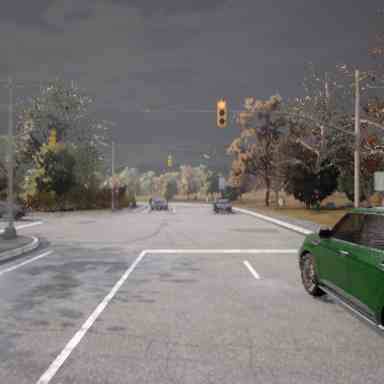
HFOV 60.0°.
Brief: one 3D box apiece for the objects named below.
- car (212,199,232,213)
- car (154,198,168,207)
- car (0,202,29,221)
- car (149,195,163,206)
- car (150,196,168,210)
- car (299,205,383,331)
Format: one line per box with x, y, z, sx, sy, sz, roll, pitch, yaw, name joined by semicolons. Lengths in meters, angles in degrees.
3.310;1.495;37.269;2.128;1.511;4.902;0;0;-2;car
-5.312;1.794;56.297;2.033;1.411;5.357;0;-1;-7;car
-15.768;1.564;26.675;4.892;1.490;1.837;-1;0;-2;car
-7.538;1.751;69.073;2.150;2.045;5.566;0;-1;-13;car
-4.166;1.402;43.060;2.097;1.767;4.553;0;-1;-3;car
3.583;1.218;5.455;2.150;2.045;5.566;0;0;0;car
